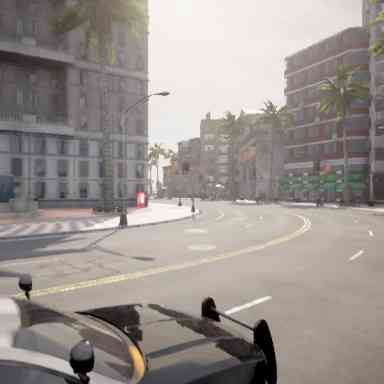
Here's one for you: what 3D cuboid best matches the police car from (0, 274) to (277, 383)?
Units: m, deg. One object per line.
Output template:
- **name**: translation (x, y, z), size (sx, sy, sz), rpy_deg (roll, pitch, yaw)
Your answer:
- **police car**: translation (-1.529, 1.416, 2.188), size (5.238, 1.638, 1.930), rpy_deg (0, 0, -35)
